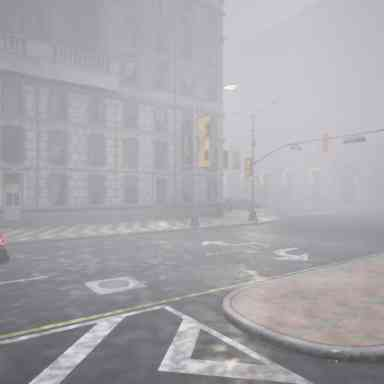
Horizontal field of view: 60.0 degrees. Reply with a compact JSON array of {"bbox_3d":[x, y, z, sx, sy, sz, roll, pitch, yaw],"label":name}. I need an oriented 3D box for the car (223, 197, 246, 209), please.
[{"bbox_3d":[4.495,1.504,44.335,1.837,1.490,4.892,0,0,-36],"label":"car"}]

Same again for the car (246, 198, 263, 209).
[{"bbox_3d":[7.371,1.547,46.323,2.033,1.411,5.357,0,0,-36],"label":"car"}]

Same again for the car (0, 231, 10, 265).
[{"bbox_3d":[-7.353,1.352,8.583,4.553,1.767,2.097,0,0,-35],"label":"car"}]
